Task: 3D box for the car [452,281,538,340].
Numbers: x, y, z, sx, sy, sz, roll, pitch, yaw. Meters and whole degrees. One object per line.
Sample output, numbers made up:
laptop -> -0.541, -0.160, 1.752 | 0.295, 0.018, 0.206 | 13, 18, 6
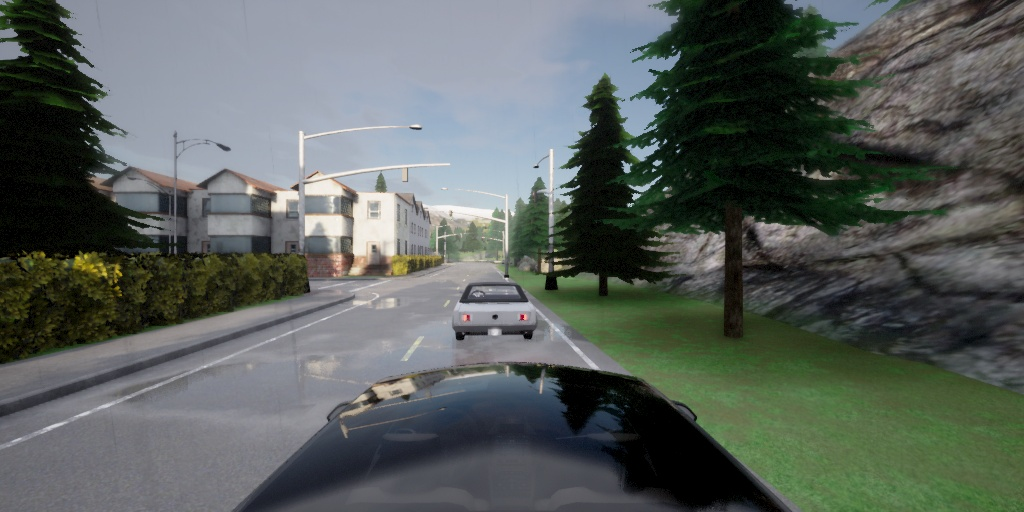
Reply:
car -> -0.520, 1.351, 9.931 | 1.895, 1.301, 4.718 | 0, 0, -4
